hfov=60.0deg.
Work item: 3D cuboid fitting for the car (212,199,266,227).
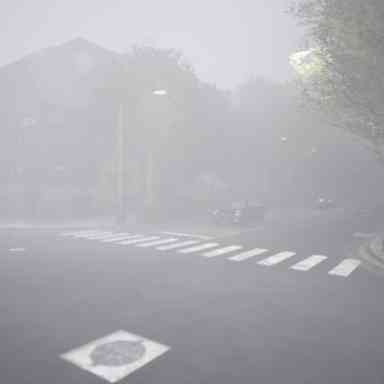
[{"bbox_3d":[3.235,1.271,22.264,2.097,1.767,4.553,1,0,35],"label":"car"}]

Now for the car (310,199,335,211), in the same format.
[{"bbox_3d":[15.624,1.486,39.568,2.033,1.411,5.357,1,0,35],"label":"car"}]
